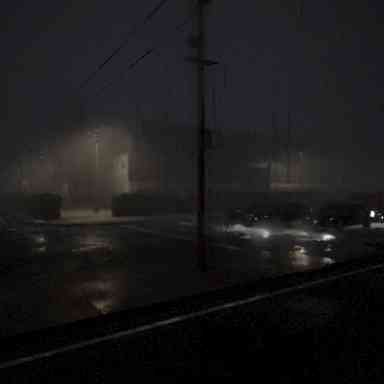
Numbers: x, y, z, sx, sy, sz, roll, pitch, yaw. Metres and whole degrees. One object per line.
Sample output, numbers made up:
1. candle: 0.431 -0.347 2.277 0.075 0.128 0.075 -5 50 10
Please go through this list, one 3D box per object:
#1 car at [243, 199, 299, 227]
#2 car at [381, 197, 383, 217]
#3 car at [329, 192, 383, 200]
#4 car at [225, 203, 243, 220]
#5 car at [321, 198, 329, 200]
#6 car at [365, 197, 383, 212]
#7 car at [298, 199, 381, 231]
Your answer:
1. car: 5.985 1.389 21.965 4.892 1.490 1.837 0 0 -34
2. car: 16.601 1.317 24.812 4.902 1.511 2.128 0 0 -34
3. car: 14.079 1.048 27.333 5.566 2.045 2.150 0 0 -34
4. car: 4.752 1.353 25.346 5.008 1.535 1.882 0 0 -34
5. car: 12.642 1.297 30.585 5.008 1.535 1.882 0 0 -34
6. car: 21.072 1.284 36.264 4.674 1.442 1.812 0 0 -34
7. car: 8.787 1.386 19.634 4.892 1.490 1.837 0 0 -34
